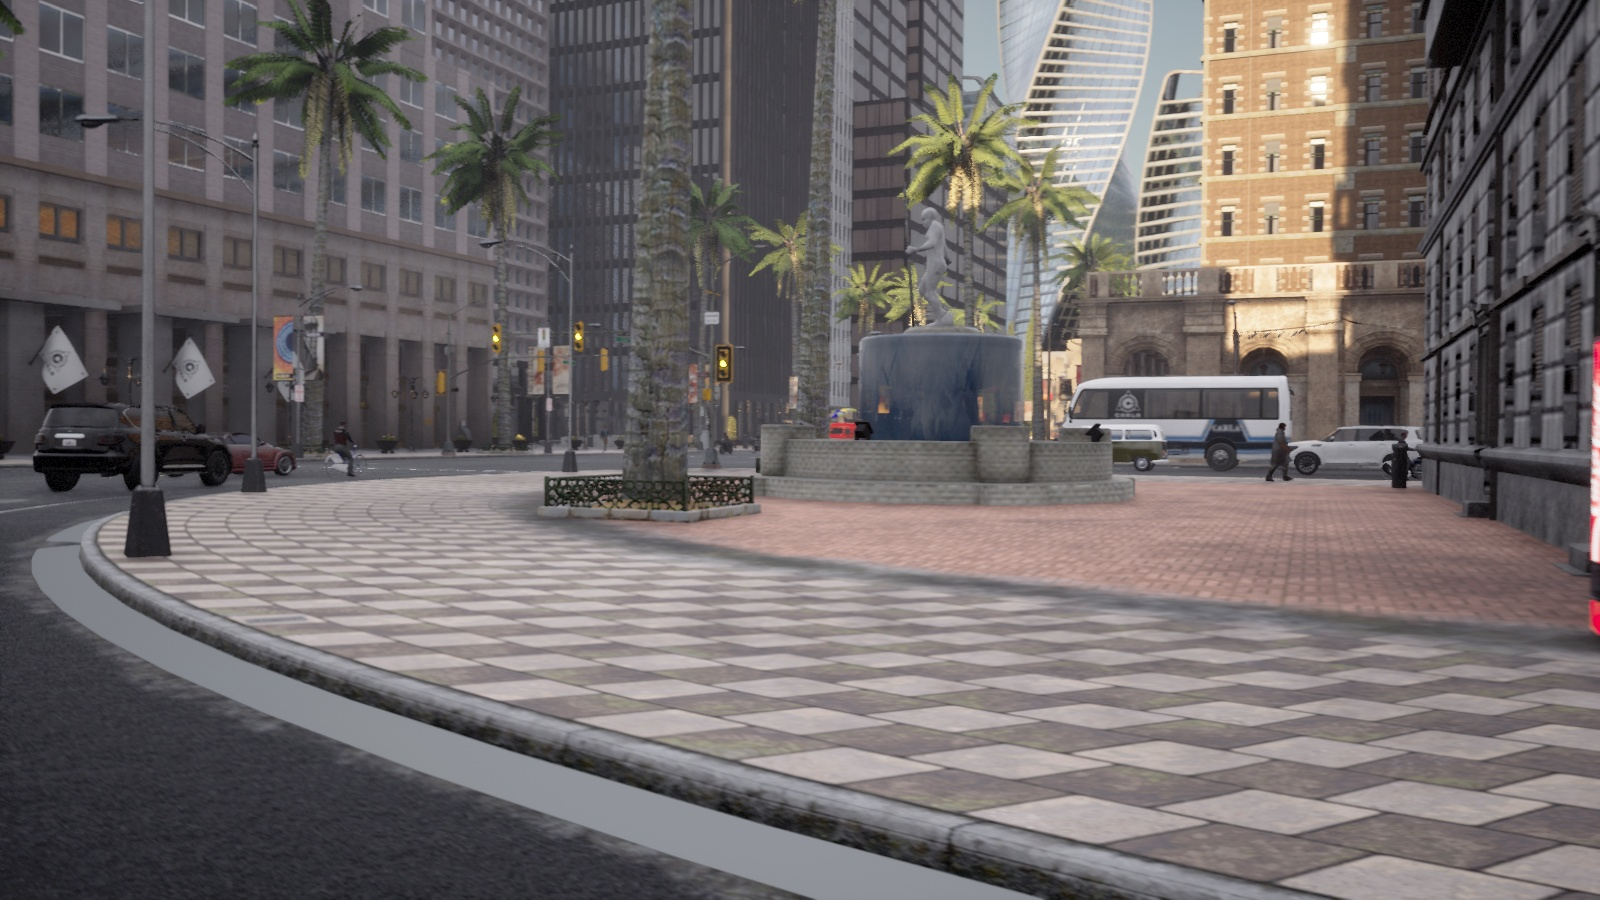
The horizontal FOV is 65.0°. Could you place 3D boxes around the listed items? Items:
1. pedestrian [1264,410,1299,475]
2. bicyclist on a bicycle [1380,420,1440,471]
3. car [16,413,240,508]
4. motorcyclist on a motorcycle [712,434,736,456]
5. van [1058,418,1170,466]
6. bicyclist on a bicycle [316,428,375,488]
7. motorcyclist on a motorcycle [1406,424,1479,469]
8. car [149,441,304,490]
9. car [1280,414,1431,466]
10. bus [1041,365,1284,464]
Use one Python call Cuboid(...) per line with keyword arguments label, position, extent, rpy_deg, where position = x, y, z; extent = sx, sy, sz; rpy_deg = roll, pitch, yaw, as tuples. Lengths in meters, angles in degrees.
Cuboid(label="pedestrian", position=(14.655, -0.225, 38.196), extent=(0.873, 1.952, 0.659), rpy_deg=(0, 1, 32))
Cuboid(label="bicyclist on a bicycle", position=(21.471, -0.146, 44.251), extent=(1.843, 1.776, 0.659), rpy_deg=(0, 1, 22))
Cuboid(label="car", position=(-15.888, 0.198, 30.153), extent=(2.150, 2.045, 5.566), rpy_deg=(0, 1, 3))
Cuboid(label="motorcyclist on a motorcycle", position=(-5.220, -0.352, 86.694), extent=(0.797, 1.523, 2.044), rpy_deg=(0, 1, 23))
Cuboid(label="van", position=(13.741, -0.365, 54.991), extent=(4.480, 2.038, 2.069), rpy_deg=(0, 1, 23))
Cuboid(label="bicyclist on a bicycle", position=(-13.849, 0.229, 38.326), extent=(0.659, 1.776, 1.843), rpy_deg=(0, 1, 20))
Cuboid(label="motorcyclist on a motorcycle", position=(24.017, -0.123, 46.986), extent=(2.350, 1.649, 0.766), rpy_deg=(0, 1, 22))
Cuboid(label="car", position=(-17.532, 0.450, 38.611), extent=(1.994, 1.385, 4.181), rpy_deg=(0, 1, 18))
Cuboid(label="car", position=(22.621, -0.398, 51.345), extent=(5.566, 2.045, 2.150), rpy_deg=(0, 1, 22))
Cuboid(label="bus", position=(16.608, -1.523, 57.586), extent=(10.273, 4.253, 3.944), rpy_deg=(0, 1, 23))
